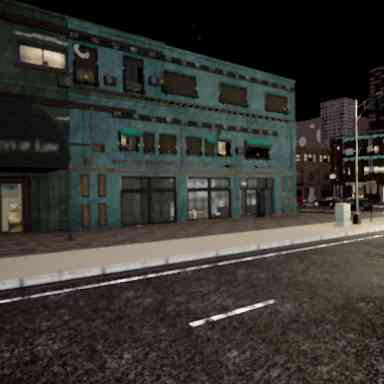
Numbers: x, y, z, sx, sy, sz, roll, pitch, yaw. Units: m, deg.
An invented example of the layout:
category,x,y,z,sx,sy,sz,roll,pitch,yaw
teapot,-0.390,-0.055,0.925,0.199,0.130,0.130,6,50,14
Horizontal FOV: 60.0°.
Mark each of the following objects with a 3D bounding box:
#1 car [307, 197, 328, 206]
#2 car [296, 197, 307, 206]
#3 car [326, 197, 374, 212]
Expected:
category,x,y,z,sx,sy,sz,roll,pitch,yaw
car,19.579,1.400,48.032,2.008,1.369,4.403,-2,1,-35
car,16.393,1.492,52.558,1.802,1.307,4.206,-2,1,-35
car,17.433,1.485,36.315,1.947,1.339,4.313,-2,1,-35
